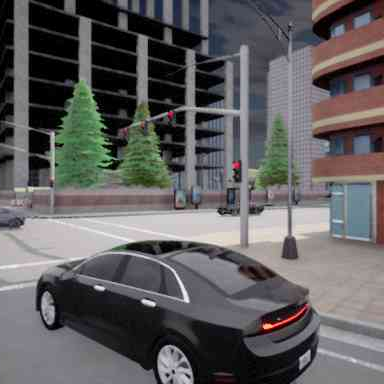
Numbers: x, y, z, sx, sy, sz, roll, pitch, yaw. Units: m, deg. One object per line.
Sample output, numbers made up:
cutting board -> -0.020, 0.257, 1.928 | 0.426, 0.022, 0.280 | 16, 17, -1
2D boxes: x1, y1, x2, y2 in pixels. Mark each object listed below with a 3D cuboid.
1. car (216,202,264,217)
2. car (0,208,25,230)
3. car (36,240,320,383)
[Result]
car -> 4.601, 1.639, 31.742 | 4.718, 1.301, 1.895 | 0, 0, -35
car -> -12.234, 1.583, 19.758 | 4.181, 1.385, 1.994 | 0, 0, -35
car -> -0.634, 1.501, 5.093 | 4.892, 1.490, 1.837 | 0, 0, 41
